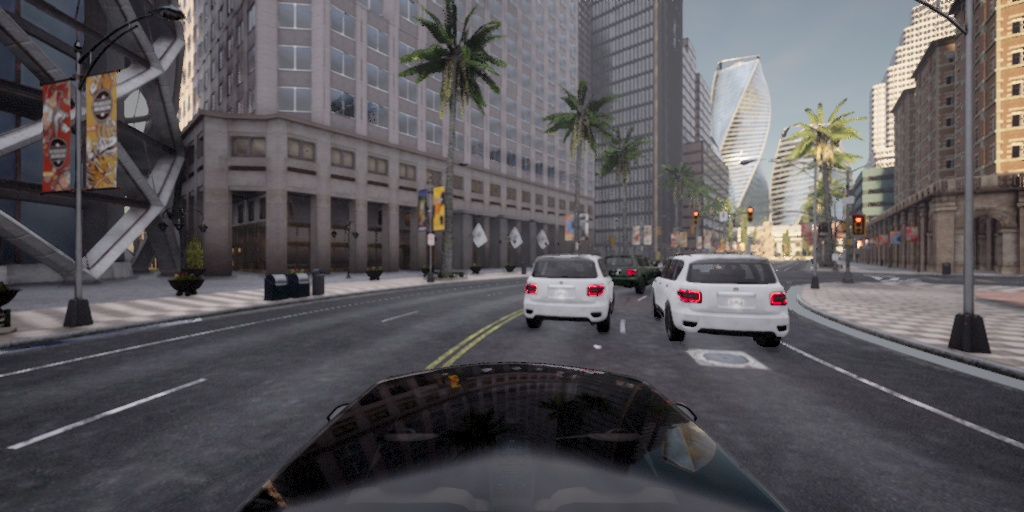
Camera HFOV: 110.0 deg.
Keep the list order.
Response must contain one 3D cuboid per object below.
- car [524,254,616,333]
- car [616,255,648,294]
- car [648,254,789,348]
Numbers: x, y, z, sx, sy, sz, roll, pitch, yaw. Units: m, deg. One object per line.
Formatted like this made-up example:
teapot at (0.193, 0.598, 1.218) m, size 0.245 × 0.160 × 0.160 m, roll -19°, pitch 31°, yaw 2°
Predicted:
car at (1.953, 0.966, 11.055) m, size 2.150 × 2.045 × 5.566 m, roll 0°, pitch 0°, yaw 17°
car at (6.861, 0.962, 20.437) m, size 2.150 × 2.045 × 5.566 m, roll 0°, pitch 0°, yaw 37°
car at (5.106, 0.971, 9.568) m, size 2.150 × 2.045 × 5.566 m, roll 0°, pitch 0°, yaw 16°
